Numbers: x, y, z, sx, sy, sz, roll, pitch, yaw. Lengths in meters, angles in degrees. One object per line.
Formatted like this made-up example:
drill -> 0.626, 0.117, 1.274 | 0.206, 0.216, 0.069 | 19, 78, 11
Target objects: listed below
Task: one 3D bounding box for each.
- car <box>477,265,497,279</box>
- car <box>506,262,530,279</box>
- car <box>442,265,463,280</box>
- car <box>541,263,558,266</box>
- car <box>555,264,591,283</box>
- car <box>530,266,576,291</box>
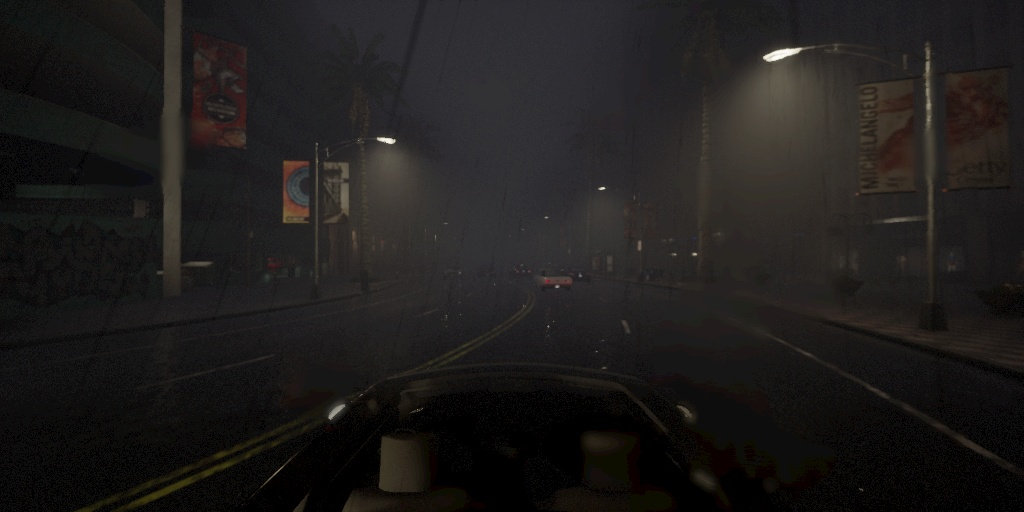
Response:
car -> -2.797, 1.676, 39.034 | 1.812, 1.442, 4.674 | 0, -1, -7
car -> 0.869, 1.691, 39.322 | 2.033, 1.411, 5.357 | 0, -1, -7
car -> -6.110, 1.667, 37.349 | 1.812, 1.442, 4.674 | 0, -1, -7
car -> 3.867, 1.778, 43.302 | 1.895, 1.301, 4.718 | 0, -1, -7
car -> 5.329, 1.609, 31.037 | 1.994, 1.385, 4.181 | 0, -1, -6
car -> 2.608, 1.578, 23.964 | 1.895, 1.301, 4.718 | 0, -1, -4
